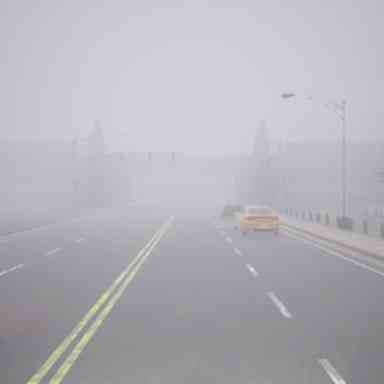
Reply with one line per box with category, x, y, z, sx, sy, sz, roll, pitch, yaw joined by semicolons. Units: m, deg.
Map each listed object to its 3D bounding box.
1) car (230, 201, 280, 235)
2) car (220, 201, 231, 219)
car;3.563;1.501;18.926;1.882;1.535;5.008;0;0;0
car;3.529;1.514;29.368;1.882;1.535;5.008;0;0;0
